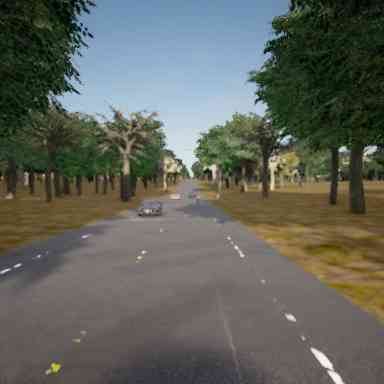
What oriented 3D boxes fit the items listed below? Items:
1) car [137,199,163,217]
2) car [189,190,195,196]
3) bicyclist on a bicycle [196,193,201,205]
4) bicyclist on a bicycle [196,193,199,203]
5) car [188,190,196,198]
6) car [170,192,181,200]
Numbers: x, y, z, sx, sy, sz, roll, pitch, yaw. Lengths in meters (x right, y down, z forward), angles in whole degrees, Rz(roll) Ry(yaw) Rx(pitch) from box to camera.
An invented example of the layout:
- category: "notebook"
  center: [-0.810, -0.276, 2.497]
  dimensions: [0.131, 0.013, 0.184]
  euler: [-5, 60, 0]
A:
- category: "car"
  center: [-3.594, 1.370, 29.239]
  dimensions: [1.837, 1.490, 4.892]
  euler: [0, 0, 0]
- category: "car"
  center: [0.007, 0.236, 91.844]
  dimensions: [1.837, 1.490, 4.892]
  euler: [0, 1, 0]
- category: "bicyclist on a bicycle"
  center: [0.973, 1.137, 50.336]
  dimensions: [0.866, 1.612, 1.509]
  euler: [0, 0, 0]
- category: "bicyclist on a bicycle"
  center: [0.966, 1.034, 58.930]
  dimensions: [0.582, 1.620, 1.656]
  euler: [0, 1, 0]
- category: "car"
  center: [0.006, 0.704, 78.227]
  dimensions: [2.128, 1.511, 4.902]
  euler: [0, 1, 0]
- category: "car"
  center: [-3.495, 0.707, 70.044]
  dimensions: [2.097, 1.767, 4.553]
  euler: [0, 1, 0]
